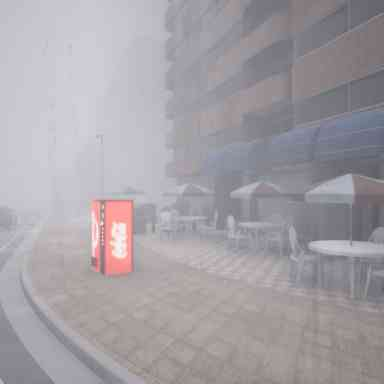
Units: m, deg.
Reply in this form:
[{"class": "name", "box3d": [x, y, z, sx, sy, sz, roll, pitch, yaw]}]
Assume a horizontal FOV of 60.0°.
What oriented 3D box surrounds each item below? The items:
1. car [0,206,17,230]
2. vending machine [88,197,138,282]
[{"class": "car", "box3d": [-12.217, 1.555, 20.784, 1.994, 1.385, 4.181, 0, 0, -22]}, {"class": "vending machine", "box3d": [-2.149, 1.193, 8.982, 1.100, 2.100, 0.880, 0, 0, -31]}]
